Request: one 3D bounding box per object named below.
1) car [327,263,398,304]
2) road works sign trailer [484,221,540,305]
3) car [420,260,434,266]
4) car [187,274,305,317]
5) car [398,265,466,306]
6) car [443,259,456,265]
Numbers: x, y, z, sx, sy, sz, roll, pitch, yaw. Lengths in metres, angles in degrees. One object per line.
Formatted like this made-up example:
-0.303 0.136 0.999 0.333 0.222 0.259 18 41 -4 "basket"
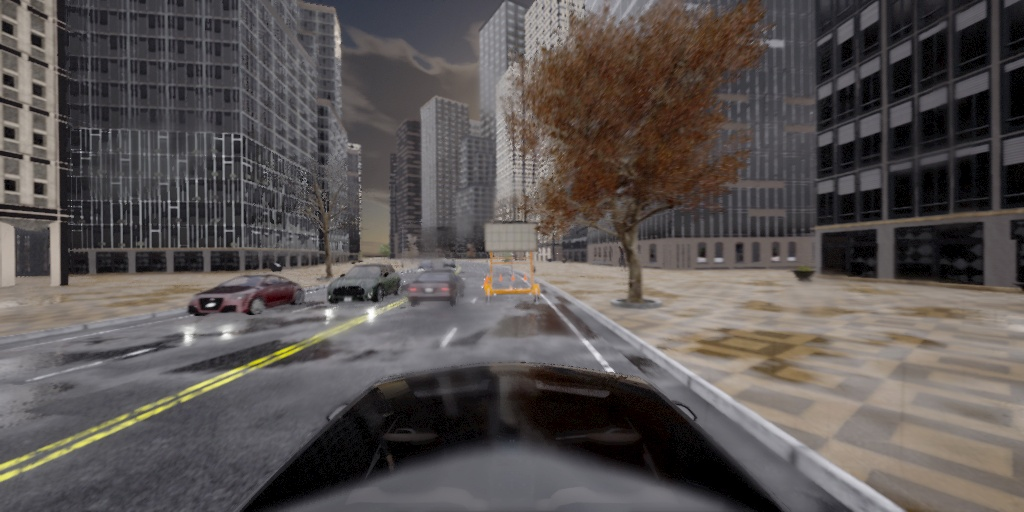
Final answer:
-6.711 1.168 16.768 2.097 1.767 4.553 -1 0 -2 "car"
-0.014 0.212 16.201 2.380 3.560 2.880 0 0 -2 "road works sign trailer"
-12.990 1.359 55.047 1.812 1.442 4.674 -1 0 -7 "car"
-9.892 1.414 13.731 1.994 1.385 4.181 -1 0 -1 "car"
-3.183 1.328 15.943 2.033 1.411 5.357 -1 0 -2 "car"
-10.059 1.278 57.735 1.882 1.535 5.008 -1 0 -7 "car"
